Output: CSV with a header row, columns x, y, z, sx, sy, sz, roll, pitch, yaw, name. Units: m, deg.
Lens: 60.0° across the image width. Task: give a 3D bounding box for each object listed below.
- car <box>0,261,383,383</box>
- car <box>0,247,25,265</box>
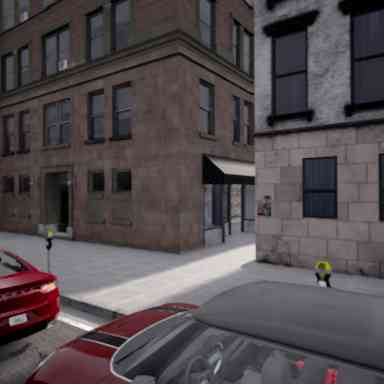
x,y,z,sx,sy,sz,roll,pitch,yaw,name
0.508,1.445,2.446,4.097,1.590,1.967,0,0,35,car
-4.137,1.578,5.718,4.507,1.381,1.887,0,0,35,car
